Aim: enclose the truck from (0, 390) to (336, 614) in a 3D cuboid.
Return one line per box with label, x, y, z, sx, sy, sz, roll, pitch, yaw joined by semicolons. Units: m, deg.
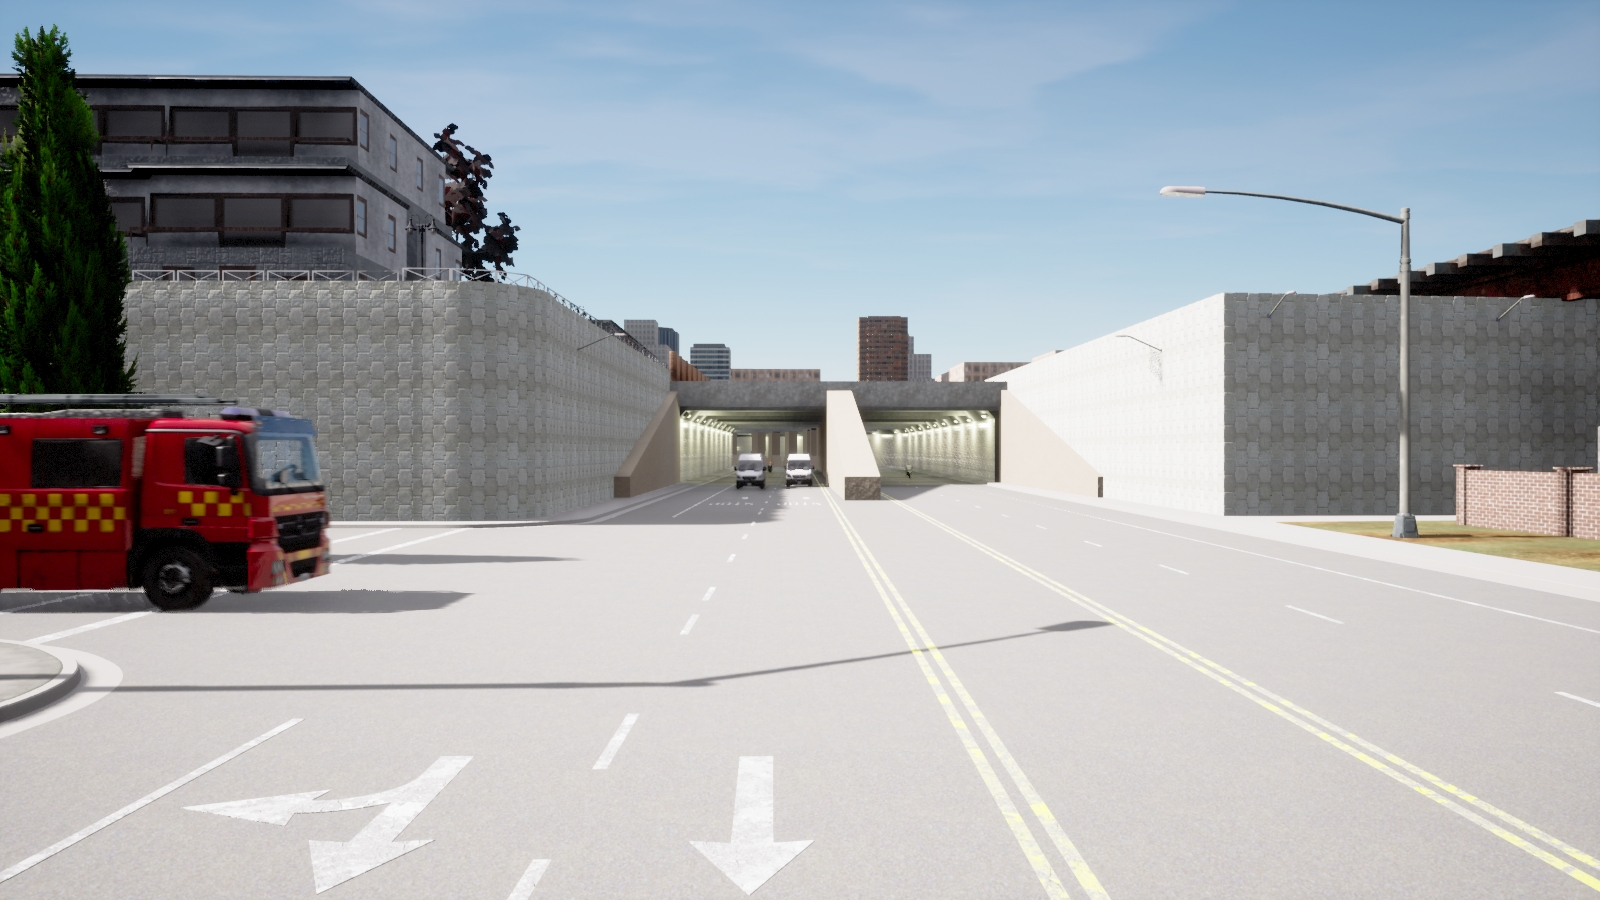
truck;-13.357;0.890;21.012;8.468;3.827;2.891;0;0;0
